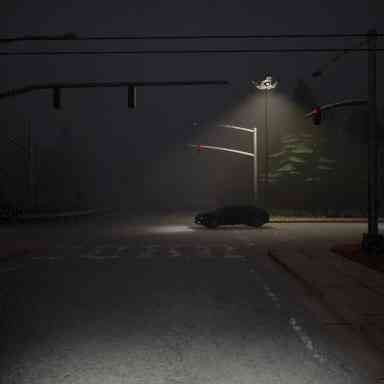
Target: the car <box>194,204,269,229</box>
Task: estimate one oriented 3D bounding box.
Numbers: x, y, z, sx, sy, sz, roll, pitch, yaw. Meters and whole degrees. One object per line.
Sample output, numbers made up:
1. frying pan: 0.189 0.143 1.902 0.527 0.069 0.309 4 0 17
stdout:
1. car: 2.566 1.566 21.645 4.892 1.490 1.837 0 -1 -11
